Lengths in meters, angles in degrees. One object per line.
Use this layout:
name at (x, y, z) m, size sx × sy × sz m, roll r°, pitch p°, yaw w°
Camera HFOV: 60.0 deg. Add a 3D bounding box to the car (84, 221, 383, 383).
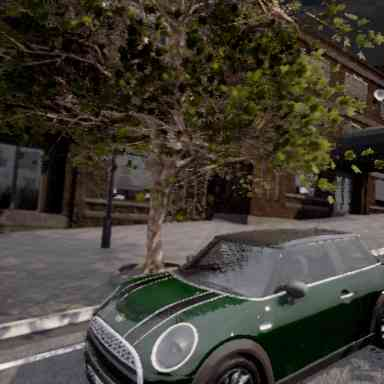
car at (0.920, 1.359, 4.648) m, size 4.553 × 1.767 × 2.097 m, roll 0°, pitch 0°, yaw -35°
